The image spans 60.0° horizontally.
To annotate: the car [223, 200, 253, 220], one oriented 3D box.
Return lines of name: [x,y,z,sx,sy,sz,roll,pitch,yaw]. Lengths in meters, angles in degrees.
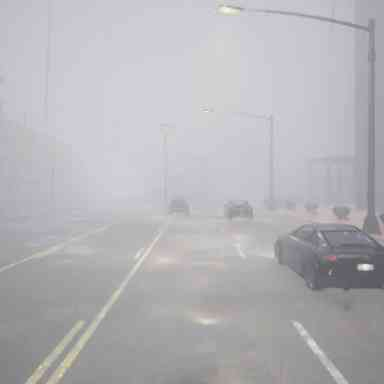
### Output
car: [3.604,1.363,26.353,2.128,1.511,4.902,0,0,0]

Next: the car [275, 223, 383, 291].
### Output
car: [3.601,1.520,8.905,1.994,1.385,4.181,0,0,0]

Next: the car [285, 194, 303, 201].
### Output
car: [21.405,1.065,69.719,5.008,1.535,1.882,0,0,-39]

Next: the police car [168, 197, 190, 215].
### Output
police car: [-1.220,1.268,32.278,1.930,1.638,5.238,0,0,0]
